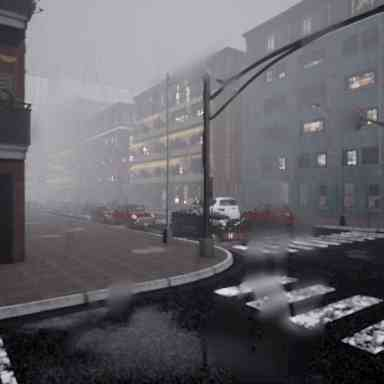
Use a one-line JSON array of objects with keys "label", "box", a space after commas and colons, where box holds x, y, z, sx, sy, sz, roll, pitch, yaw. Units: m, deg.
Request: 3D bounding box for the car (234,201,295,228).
[{"label": "car", "box": [5.363, 1.626, 24.193, 1.967, 1.590, 4.097, -1, 0, -35]}]

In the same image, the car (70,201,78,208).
[{"label": "car", "box": [-20.172, 2.313, 60.500, 1.802, 1.307, 4.206, -1, 0, -35]}]

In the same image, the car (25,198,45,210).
[{"label": "car", "box": [-26.608, 2.163, 55.950, 1.967, 1.590, 4.097, -1, 0, -35]}]

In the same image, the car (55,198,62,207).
[{"label": "car", "box": [-26.554, 2.416, 69.577, 2.008, 1.369, 4.403, -1, 0, -35]}]

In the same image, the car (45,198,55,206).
[{"label": "car", "box": [-32.941, 2.315, 78.656, 2.192, 1.841, 5.009, -1, 0, -35]}]

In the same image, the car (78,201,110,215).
[{"label": "car", "box": [-11.283, 2.006, 38.476, 1.994, 1.385, 4.181, 0, -1, -35]}]

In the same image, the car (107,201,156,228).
[{"label": "car", "box": [-4.269, 1.687, 24.176, 1.967, 1.590, 4.097, -1, 0, -35]}]

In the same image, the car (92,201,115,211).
[{"label": "car", "box": [-13.789, 2.146, 51.421, 2.008, 1.369, 4.403, -1, 0, -35]}]

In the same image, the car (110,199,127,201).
[{"label": "car", "box": [-10.602, 1.843, 46.883, 2.192, 1.841, 5.009, -1, 0, -35]}]

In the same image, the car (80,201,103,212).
[{"label": "car", "box": [-14.613, 2.093, 48.253, 1.812, 1.442, 4.674, 0, -1, -35]}]

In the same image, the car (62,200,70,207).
[{"label": "car", "box": [-23.363, 2.364, 65.038, 1.947, 1.339, 4.313, -1, 0, -35]}]

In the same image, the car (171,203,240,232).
[{"label": "car", "box": [0.502, 1.682, 21.693, 2.128, 1.511, 4.902, 0, -1, -35]}]

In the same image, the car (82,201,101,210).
[{"label": "car", "box": [-16.980, 2.245, 55.960, 1.802, 1.307, 4.206, -1, 0, -35]}]

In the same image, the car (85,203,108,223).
[{"label": "car", "box": [-7.458, 1.897, 28.715, 1.802, 1.307, 4.206, -1, 0, -35]}]

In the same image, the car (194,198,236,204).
[{"label": "car", "box": [1.302, 1.450, 25.785, 2.150, 2.045, 5.566, 0, -1, -35]}]
